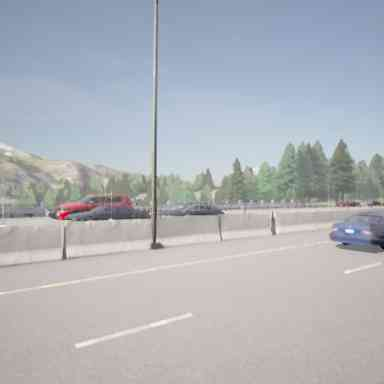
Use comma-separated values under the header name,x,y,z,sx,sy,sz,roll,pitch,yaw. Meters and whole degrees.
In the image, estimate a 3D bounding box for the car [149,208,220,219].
name,x,y,z,sx,sy,sz,roll,pitch,yaw
car,-0.184,1.457,21.225,4.902,1.511,2.128,0,0,-36

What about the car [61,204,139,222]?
name,x,y,z,sx,sy,sz,roll,pitch,yaw
car,-5.370,1.519,21.771,5.357,1.411,2.033,0,0,-36

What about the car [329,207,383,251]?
name,x,y,z,sx,sy,sz,roll,pitch,yaw
car,7.903,1.514,13.882,5.357,1.411,2.033,0,0,-36
